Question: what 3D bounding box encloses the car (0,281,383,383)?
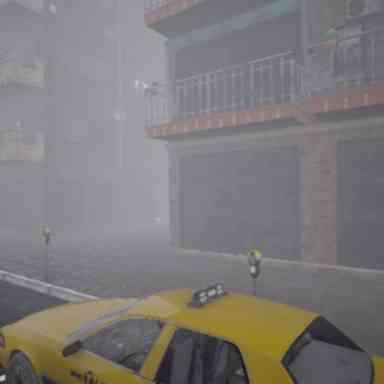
[{"bbox_3d":[-0.077,1.525,3.110,4.829,1.417,1.752,0,-1,36],"label":"car"}]
